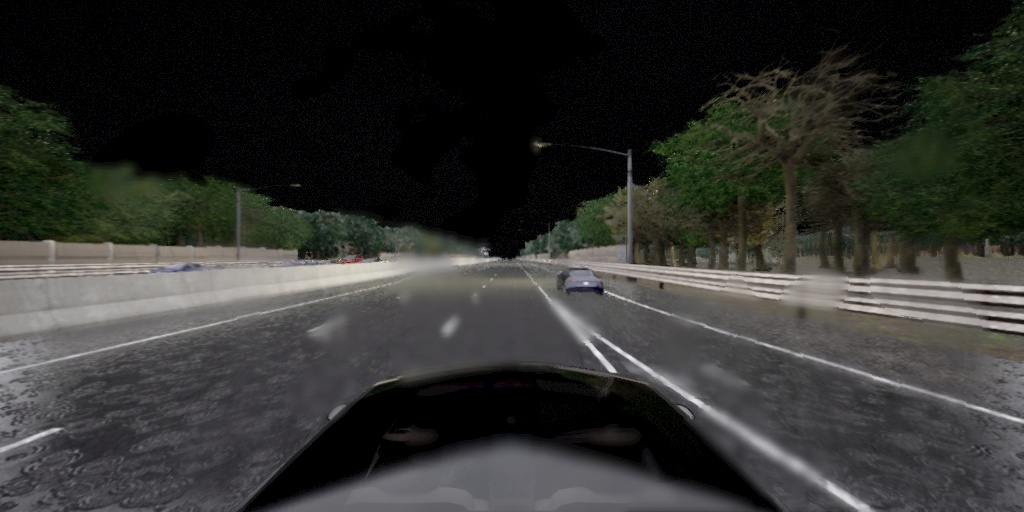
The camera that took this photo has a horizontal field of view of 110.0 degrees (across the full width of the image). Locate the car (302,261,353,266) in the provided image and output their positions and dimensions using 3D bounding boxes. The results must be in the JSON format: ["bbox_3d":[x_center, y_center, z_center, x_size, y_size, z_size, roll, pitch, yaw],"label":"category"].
[{"bbox_3d":[-17.556,1.378,34.417,1.895,1.301,4.718,0,0,0],"label":"car"}]

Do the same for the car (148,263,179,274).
[{"bbox_3d":[-28.068,1.299,30.490,1.812,1.442,4.674,0,0,0],"label":"car"}]

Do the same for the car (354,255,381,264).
[{"bbox_3d":[-20.989,1.148,53.198,2.097,1.767,4.553,0,0,0],"label":"car"}]

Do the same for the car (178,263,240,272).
[{"bbox_3d":[-24.574,1.374,29.994,1.895,1.301,4.718,0,0,0],"label":"car"}]

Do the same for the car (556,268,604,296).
[{"bbox_3d":[3.635,1.330,19.713,1.994,1.385,4.181,0,0,-1],"label":"car"}]

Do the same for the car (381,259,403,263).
[{"bbox_3d":[-17.490,1.302,53.734,1.837,1.490,4.892,0,0,0],"label":"car"}]

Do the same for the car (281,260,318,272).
[{"bbox_3d":[-28.021,1.266,47.562,1.882,1.535,5.008,0,0,1],"label":"car"}]

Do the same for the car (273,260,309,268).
[{"bbox_3d":[-21.054,1.269,34.281,2.128,1.511,4.902,0,0,0],"label":"car"}]

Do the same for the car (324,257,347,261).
[{"bbox_3d":[-24.524,1.293,47.920,1.837,1.490,4.892,0,0,1],"label":"car"}]
